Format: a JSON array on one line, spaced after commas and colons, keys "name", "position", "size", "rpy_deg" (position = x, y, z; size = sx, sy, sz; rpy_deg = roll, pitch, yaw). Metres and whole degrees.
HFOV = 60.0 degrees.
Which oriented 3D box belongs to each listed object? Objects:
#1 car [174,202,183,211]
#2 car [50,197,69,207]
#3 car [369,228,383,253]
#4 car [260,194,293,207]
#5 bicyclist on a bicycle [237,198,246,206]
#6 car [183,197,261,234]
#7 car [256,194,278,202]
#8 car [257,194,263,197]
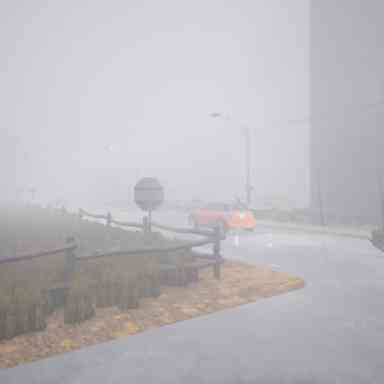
[{"name": "car", "position": [0.062, 1.517, 39.562], "size": [4.674, 1.442, 1.812], "rpy_deg": [0, 0, -36]}, {"name": "car", "position": [-20.621, 1.473, 51.657], "size": [1.882, 1.535, 5.008], "rpy_deg": [0, 0, -35]}, {"name": "car", "position": [8.523, 1.596, 10.910], "size": [1.895, 1.301, 4.718], "rpy_deg": [0, 0, -36]}, {"name": "car", "position": [12.822, 1.463, 48.968], "size": [5.008, 1.535, 1.882], "rpy_deg": [0, 0, -36]}, {"name": "bicyclist on a bicycle", "position": [3.525, 1.294, 24.397], "size": [1.656, 1.620, 0.582], "rpy_deg": [0, 0, -36]}, {"name": "car", "position": [1.621, 1.346, 19.651], "size": [2.097, 1.767, 4.553], "rpy_deg": [0, 0, -30]}, {"name": "car", "position": [16.442, 1.289, 73.136], "size": [1.932, 1.855, 4.605], "rpy_deg": [0, 0, -36]}, {"name": "car", "position": [12.931, 1.464, 54.168], "size": [2.242, 1.667, 4.611], "rpy_deg": [0, 0, -36]}]
